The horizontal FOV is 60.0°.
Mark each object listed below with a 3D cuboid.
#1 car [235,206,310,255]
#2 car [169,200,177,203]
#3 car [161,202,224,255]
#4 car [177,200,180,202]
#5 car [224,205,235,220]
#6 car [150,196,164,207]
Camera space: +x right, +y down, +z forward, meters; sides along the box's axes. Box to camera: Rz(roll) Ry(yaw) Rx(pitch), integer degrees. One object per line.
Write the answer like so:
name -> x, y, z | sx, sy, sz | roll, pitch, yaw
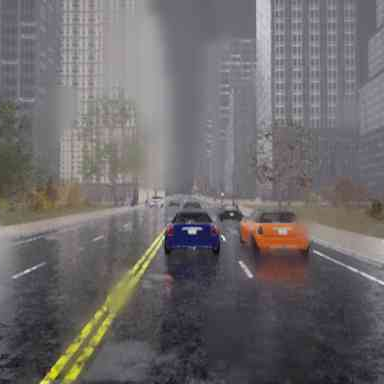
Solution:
car -> 3.261, 1.482, 14.062 | 2.097, 1.767, 4.553 | 0, -1, 0
car -> -3.216, 2.093, 61.436 | 1.994, 1.385, 4.181 | 0, 0, 0
car -> 0.011, 1.482, 14.070 | 2.097, 1.767, 4.553 | 0, -1, 0
car -> 0.020, 1.614, 29.060 | 2.097, 1.767, 4.553 | 0, -1, 0
car -> 3.273, 1.831, 29.308 | 1.994, 1.385, 4.181 | 0, 0, 0
car -> -6.462, 1.735, 61.708 | 2.150, 2.045, 5.566 | 0, -1, 0
